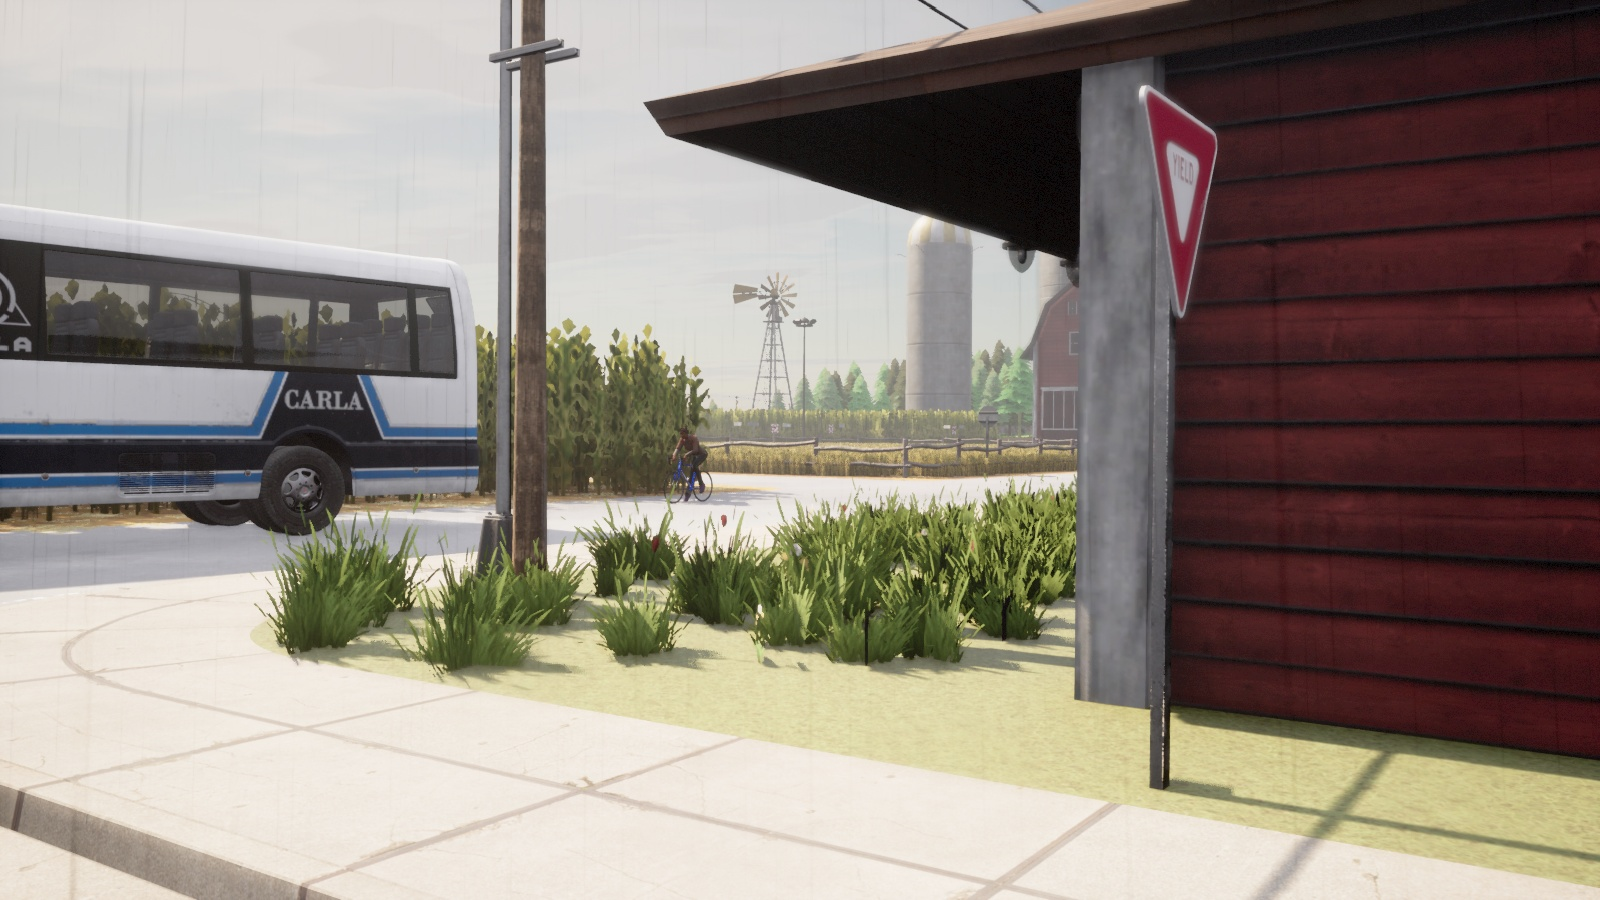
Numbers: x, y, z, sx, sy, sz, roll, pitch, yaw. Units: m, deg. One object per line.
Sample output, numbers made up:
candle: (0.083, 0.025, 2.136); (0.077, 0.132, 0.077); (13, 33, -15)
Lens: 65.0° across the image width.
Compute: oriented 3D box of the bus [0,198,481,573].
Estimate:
bus: (-9.744, -0.756, 16.508); (3.944, 4.253, 10.273); (0, 1, 41)

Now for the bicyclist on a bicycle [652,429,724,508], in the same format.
bicyclist on a bicycle: (-2.359, 0.368, 26.706); (0.582, 1.620, 1.656); (0, 1, 34)
